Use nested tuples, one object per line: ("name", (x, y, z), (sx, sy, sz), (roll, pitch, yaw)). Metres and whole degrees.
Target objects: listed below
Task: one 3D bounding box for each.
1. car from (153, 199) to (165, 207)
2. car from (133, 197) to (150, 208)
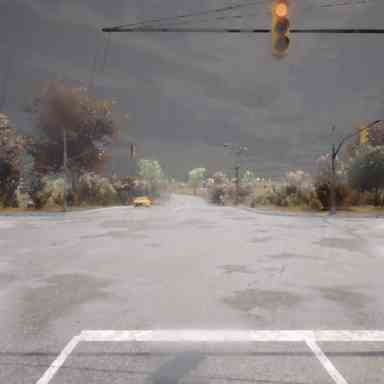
("car", (-6.999, 2.207, 70.775), (2.097, 1.767, 4.553), (0, -2, 0))
("car", (-7.000, 1.418, 46.573), (1.882, 1.535, 5.008), (0, -2, 0))
